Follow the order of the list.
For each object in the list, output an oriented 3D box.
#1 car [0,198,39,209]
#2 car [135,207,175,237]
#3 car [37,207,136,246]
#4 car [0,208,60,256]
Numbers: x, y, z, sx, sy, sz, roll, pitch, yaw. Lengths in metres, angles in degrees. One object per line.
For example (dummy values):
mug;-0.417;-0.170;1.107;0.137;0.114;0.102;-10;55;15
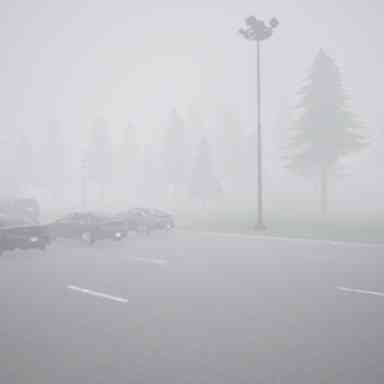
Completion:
car;-14.670;1.526;27.248;5.566;2.045;2.150;0;0;36
car;-3.210;1.641;19.079;4.902;1.511;2.128;-1;0;36
car;-5.245;1.655;16.231;4.892;1.490;1.837;0;0;36
car;-7.873;1.633;13.814;5.008;1.535;1.882;0;0;36
